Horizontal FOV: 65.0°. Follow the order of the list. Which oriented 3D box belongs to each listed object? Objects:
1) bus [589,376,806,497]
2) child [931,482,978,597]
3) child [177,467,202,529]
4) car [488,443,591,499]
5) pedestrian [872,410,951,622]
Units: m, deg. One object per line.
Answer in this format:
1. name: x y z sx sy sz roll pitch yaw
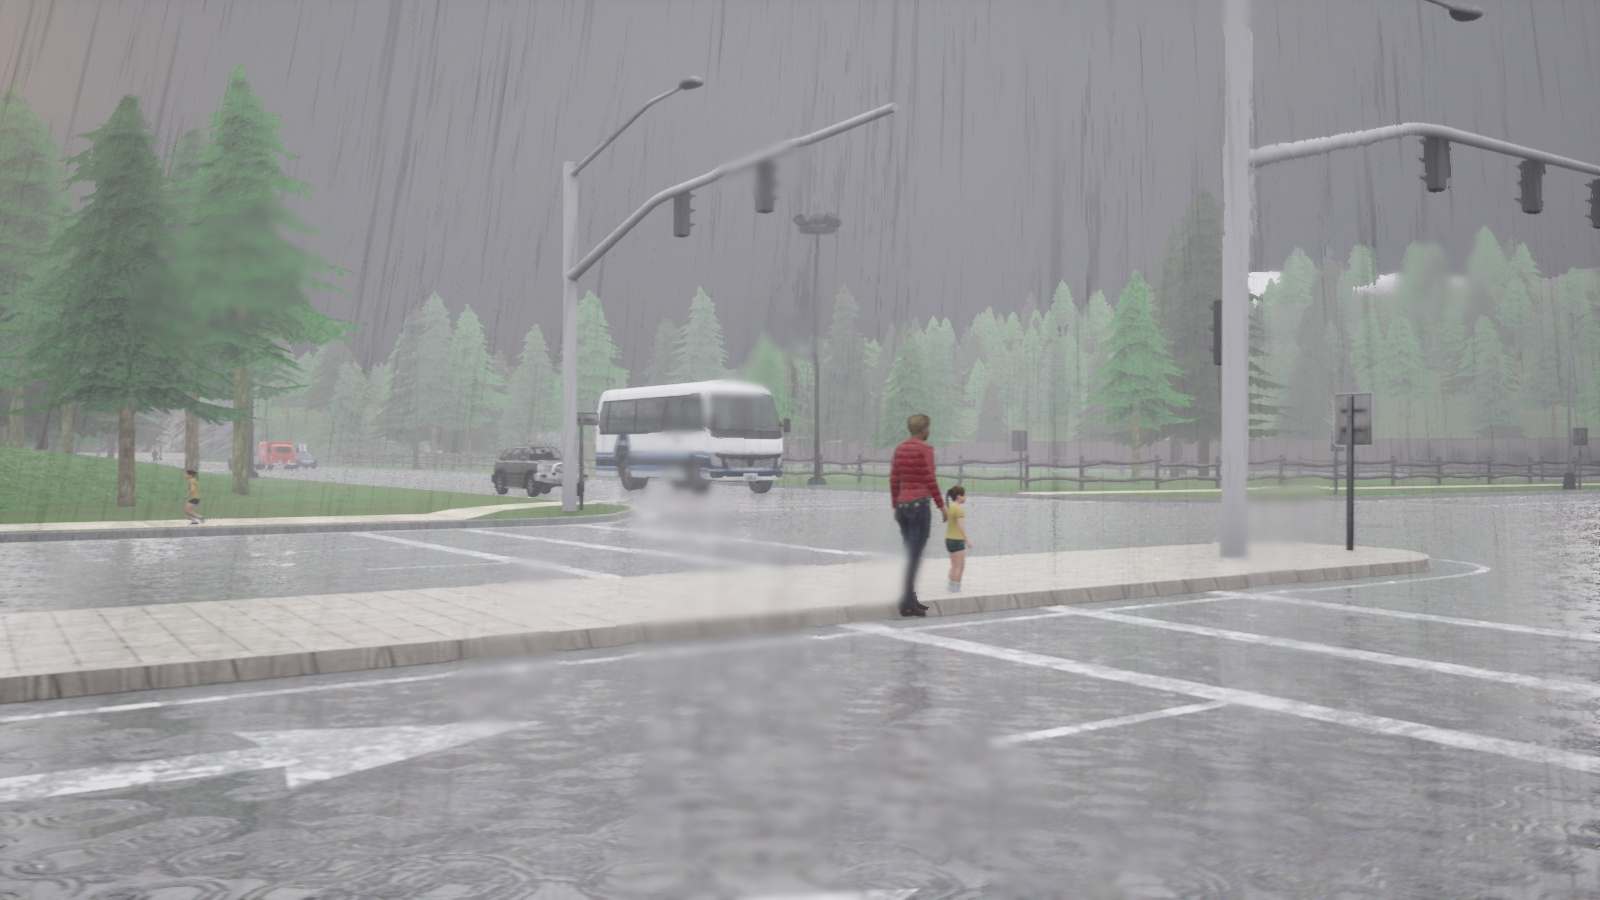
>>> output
1. bus: -4.322 -0.462 49.417 3.944 4.253 10.273 0 0 -34
2. child: 1.512 0.868 12.292 0.394 1.110 0.255 0 0 -16
3. child: -11.079 0.859 22.794 0.394 1.110 0.255 0 0 -27
4. car: -9.206 0.717 44.154 1.932 1.855 4.605 0 0 -34
5. pedestrian: 1.001 0.578 11.291 0.636 1.846 0.331 0 0 -34
